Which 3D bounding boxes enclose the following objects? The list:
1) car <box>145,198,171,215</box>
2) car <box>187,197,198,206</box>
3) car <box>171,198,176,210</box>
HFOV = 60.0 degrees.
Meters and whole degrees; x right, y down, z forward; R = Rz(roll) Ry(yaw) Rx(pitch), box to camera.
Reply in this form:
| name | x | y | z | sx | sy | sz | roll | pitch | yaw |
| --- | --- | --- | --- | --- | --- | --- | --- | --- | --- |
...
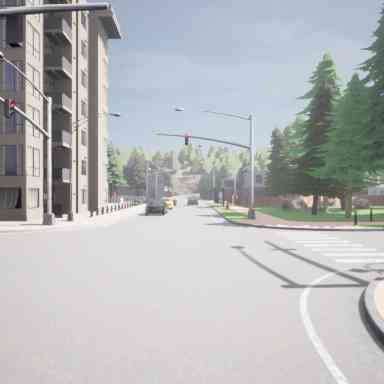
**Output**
| name | x | y | z | sx | sy | sz | roll | pitch | yaw |
| --- | --- | --- | --- | --- | --- | --- | --- | --- | --- |
| car | -3.517 | 1.478 | 33.480 | 1.882 | 1.535 | 5.008 | 0 | 0 | 0 |
| car | 0.140 | 1.547 | 55.665 | 2.033 | 1.411 | 5.357 | 0 | 0 | 0 |
| car | -3.483 | 1.478 | 43.441 | 1.882 | 1.535 | 5.008 | 0 | 0 | 0 |
